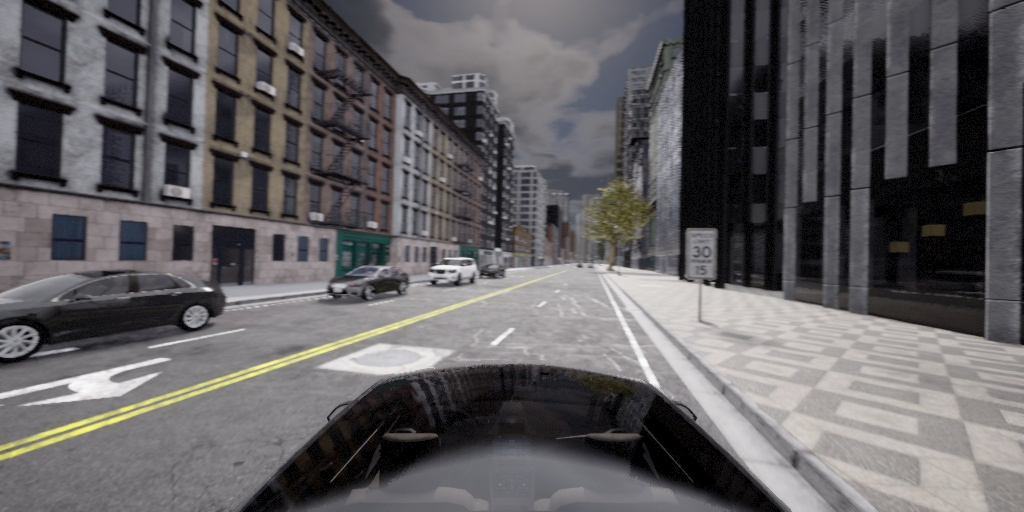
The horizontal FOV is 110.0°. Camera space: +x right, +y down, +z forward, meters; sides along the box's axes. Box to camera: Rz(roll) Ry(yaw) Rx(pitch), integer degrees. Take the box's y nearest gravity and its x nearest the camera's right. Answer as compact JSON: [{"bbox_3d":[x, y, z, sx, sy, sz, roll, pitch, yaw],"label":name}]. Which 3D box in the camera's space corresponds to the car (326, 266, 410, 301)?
[{"bbox_3d":[-6.793,1.225,17.479,2.128,1.511,4.902,1,-1,13],"label":"car"}]

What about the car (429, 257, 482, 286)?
[{"bbox_3d":[-4.441,1.131,27.898,2.150,2.045,5.566,1,-1,12],"label":"car"}]

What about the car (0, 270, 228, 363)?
[{"bbox_3d":[-8.991,1.073,7.739,1.837,1.490,4.892,1,-1,13],"label":"car"}]

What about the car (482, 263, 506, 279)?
[{"bbox_3d":[-2.027,1.568,38.411,1.882,1.535,5.008,1,-1,14],"label":"car"}]
